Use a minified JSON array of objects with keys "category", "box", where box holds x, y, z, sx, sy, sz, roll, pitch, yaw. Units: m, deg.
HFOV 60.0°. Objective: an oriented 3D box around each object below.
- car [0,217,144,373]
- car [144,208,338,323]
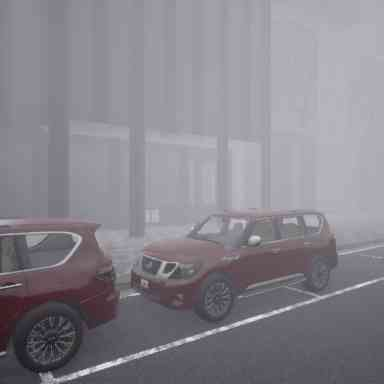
[{"category":"car","box":[-3.388,1.315,4.114,5.009,1.841,2.192,0,0,-35]},{"category":"car","box":[1.204,1.314,7.389,5.009,1.841,2.192,0,0,-35]}]
